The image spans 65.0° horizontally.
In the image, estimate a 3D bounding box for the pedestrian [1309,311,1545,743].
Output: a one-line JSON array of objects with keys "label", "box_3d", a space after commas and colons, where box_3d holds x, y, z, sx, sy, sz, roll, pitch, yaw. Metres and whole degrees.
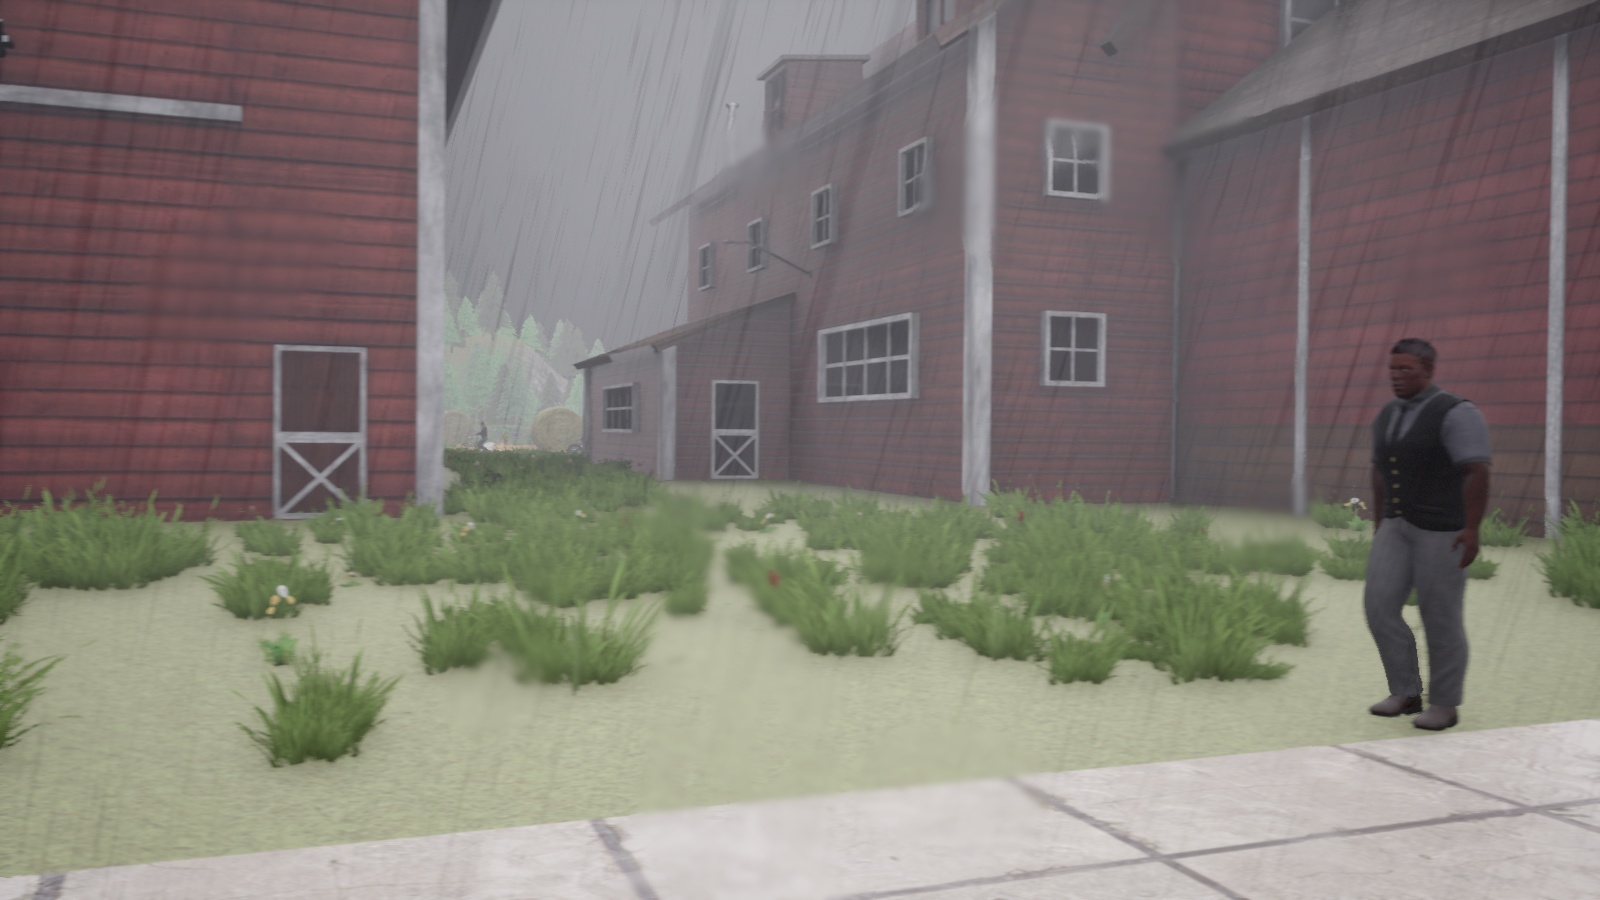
[{"label": "pedestrian", "box_3d": [2.927, 0.328, 5.879, 0.849, 1.883, 0.563, -1, 1, -22]}]
